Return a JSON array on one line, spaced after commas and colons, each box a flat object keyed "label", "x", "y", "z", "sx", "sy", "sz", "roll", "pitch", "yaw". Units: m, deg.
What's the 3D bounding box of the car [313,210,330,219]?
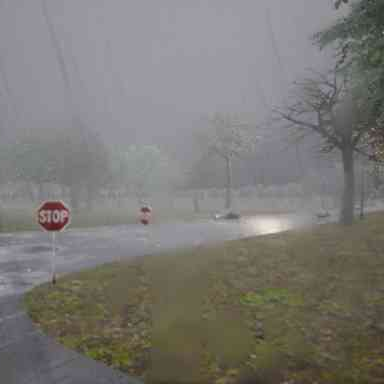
[{"label": "car", "x": 20.958, "y": 3.555, "z": 53.727, "sx": 2.033, "sy": 1.411, "sz": 5.357, "roll": 1, "pitch": -1, "yaw": 32}]

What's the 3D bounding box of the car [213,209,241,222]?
[{"label": "car", "x": 4.499, "y": 2.925, "z": 42.401, "sx": 2.128, "sy": 1.511, "sz": 4.902, "roll": 0, "pitch": -1, "yaw": 36}]
